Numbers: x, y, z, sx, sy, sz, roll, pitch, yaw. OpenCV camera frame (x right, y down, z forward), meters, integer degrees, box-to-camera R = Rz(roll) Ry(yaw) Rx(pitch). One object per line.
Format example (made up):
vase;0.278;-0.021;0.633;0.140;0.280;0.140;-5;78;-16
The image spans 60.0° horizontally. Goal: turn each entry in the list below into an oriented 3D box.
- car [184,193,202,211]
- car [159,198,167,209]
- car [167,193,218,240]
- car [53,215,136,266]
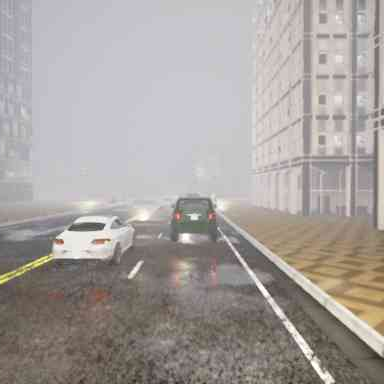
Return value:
car;0.110;1.172;41.907;2.150;2.045;5.566;0;0;0
car;-3.141;1.475;43.255;1.812;1.442;4.674;0;0;0
car;0.103;1.205;16.892;2.150;2.045;5.566;0;0;0
car;-3.147;1.515;11.366;1.812;1.442;4.674;0;0;0
